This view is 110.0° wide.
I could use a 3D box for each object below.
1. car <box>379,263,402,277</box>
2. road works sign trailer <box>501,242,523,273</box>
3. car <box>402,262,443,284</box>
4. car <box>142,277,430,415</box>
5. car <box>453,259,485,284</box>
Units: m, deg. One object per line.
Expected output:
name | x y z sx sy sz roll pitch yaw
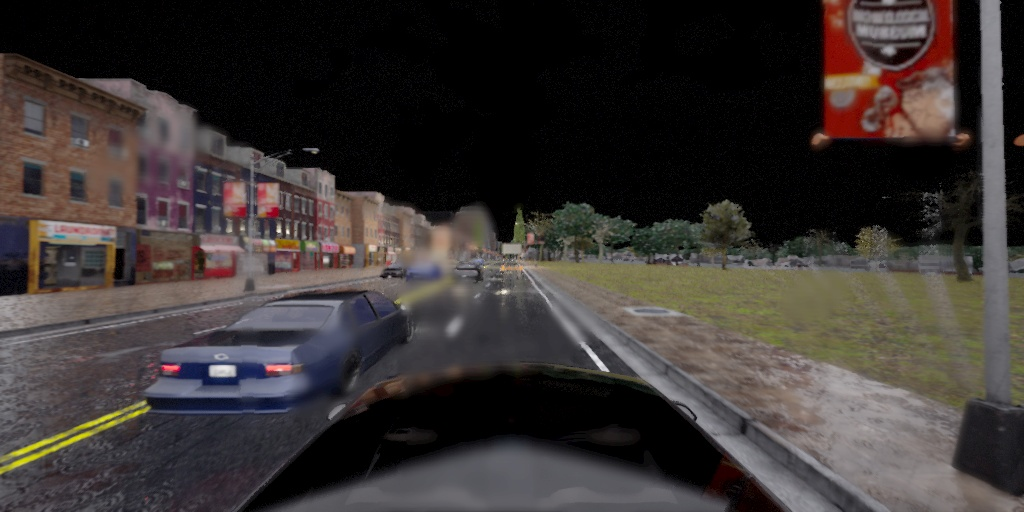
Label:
car | -9.850 1.295 31.551 2.033 1.411 5.357 0 0 0
road works sign trailer | -0.008 0.209 41.772 2.380 3.560 2.880 0 0 0
car | -6.601 1.226 27.611 1.882 1.535 5.008 0 0 0
car | -3.151 1.298 6.418 2.033 1.411 5.357 0 0 0
car | -3.155 1.240 26.770 2.128 1.511 4.902 0 0 0
